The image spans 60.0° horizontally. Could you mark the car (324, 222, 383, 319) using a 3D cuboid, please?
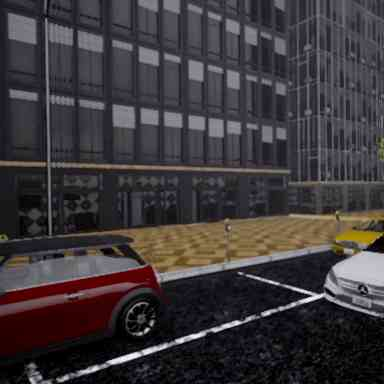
[{"bbox_3d":[4.607,1.468,6.665,4.674,1.442,1.812,-1,0,-36],"label":"car"}]

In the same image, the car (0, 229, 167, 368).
[{"bbox_3d":[-2.489,1.435,4.795,4.097,1.590,1.967,-1,0,-36],"label":"car"}]

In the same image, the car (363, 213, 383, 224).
[{"bbox_3d":[6.628,1.435,11.298,4.829,1.417,1.752,-1,0,-36],"label":"car"}]
